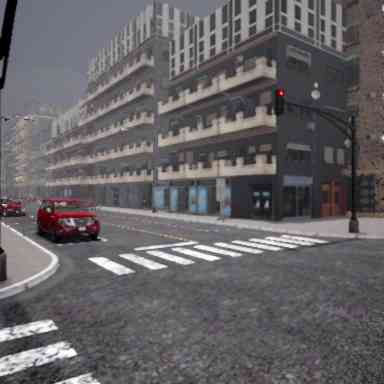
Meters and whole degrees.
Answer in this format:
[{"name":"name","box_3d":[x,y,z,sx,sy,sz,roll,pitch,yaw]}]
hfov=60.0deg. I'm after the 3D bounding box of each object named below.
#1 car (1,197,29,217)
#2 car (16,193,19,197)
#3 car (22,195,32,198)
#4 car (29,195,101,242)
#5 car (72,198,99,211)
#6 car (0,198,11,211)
[{"name":"car","box_3d":[-16.168,1.443,30.129,1.887,1.381,4.507,0,0,-36]},{"name":"car","box_3d":[-35.960,1.375,71.746,2.008,1.369,4.403,0,0,-36]},{"name":"car","box_3d":[-32.638,1.265,67.159,1.967,1.590,4.097,0,0,-36]},{"name":"car","box_3d":[-6.199,1.262,16.365,2.192,1.841,5.009,0,0,-36]},{"name":"car","box_3d":[-12.703,1.461,39.634,1.802,1.307,4.206,0,0,-36]},{"name":"car","box_3d":[-22.814,1.434,39.306,1.947,1.339,4.313,0,0,-36]}]
